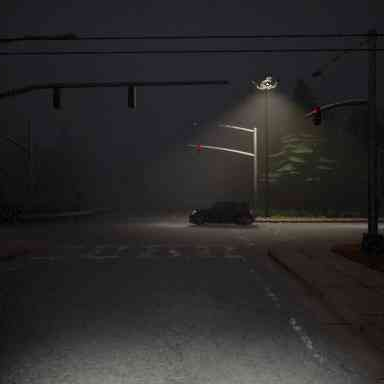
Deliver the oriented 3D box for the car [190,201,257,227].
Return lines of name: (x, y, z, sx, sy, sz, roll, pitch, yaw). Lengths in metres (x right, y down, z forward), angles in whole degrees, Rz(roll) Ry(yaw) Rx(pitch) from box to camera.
car: (2.171, 1.418, 23.067, 4.553, 1.767, 2.097, 0, -1, 18)
